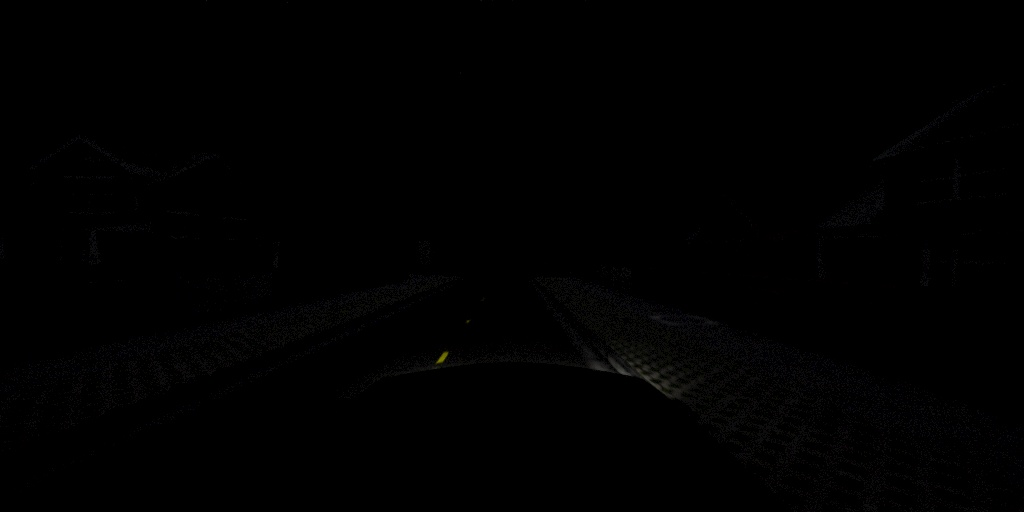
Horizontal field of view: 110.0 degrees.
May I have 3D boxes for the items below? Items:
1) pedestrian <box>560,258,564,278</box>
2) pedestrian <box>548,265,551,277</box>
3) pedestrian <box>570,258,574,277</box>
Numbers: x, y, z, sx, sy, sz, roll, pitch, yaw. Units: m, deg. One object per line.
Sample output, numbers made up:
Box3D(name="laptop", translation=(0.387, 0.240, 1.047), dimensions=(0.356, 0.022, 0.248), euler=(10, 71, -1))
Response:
Box3D(name="pedestrian", translation=(4.506, 1.036, 32.400), dimensions=(0.375, 1.860, 0.375), euler=(-1, 1, 0))
Box3D(name="pedestrian", translation=(3.506, 1.053, 33.600), dimensions=(0.375, 1.860, 0.375), euler=(-1, 1, 0))
Box3D(name="pedestrian", translation=(5.506, 1.040, 33.001), dimensions=(0.375, 1.860, 0.375), euler=(-1, 1, 0))
